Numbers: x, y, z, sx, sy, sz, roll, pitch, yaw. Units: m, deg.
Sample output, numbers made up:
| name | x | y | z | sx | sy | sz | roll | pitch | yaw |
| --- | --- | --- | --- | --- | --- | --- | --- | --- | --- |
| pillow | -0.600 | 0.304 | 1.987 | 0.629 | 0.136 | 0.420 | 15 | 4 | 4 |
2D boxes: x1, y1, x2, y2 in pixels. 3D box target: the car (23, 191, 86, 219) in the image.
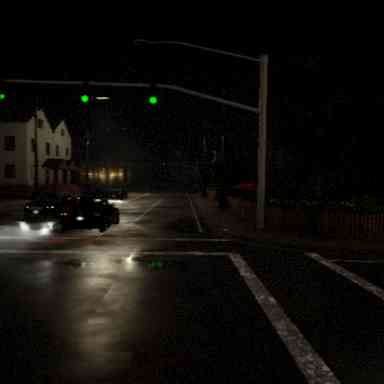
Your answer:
| name | x | y | z | sx | sy | sz | roll | pitch | yaw |
| --- | --- | --- | --- | --- | --- | --- | --- | --- | --- |
| car | -8.532 | 0.750 | 20.490 | 2.128 | 1.511 | 4.902 | 1 | 2 | -1 |

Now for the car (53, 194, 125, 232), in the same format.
| name | x | y | z | sx | sy | sz | roll | pitch | yaw |
| --- | --- | --- | --- | --- | --- | --- | --- | --- | --- |
| car | -4.719 | 1.016 | 15.886 | 1.994 | 1.385 | 4.181 | 1 | 2 | -1 |

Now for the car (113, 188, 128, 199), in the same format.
| name | x | y | z | sx | sy | sz | roll | pitch | yaw |
| --- | --- | --- | --- | --- | --- | --- | --- | --- | --- |
| car | -8.966 | 0.219 | 39.904 | 1.994 | 1.385 | 4.181 | 1 | 2 | -1 |

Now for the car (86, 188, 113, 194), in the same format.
| name | x | y | z | sx | sy | sz | roll | pitch | yaw |
| --- | --- | --- | --- | --- | --- | --- | --- | --- | --- |
| car | -8.757 | 0.472 | 29.865 | 1.837 | 1.490 | 4.892 | 1 | 2 | -1 |
